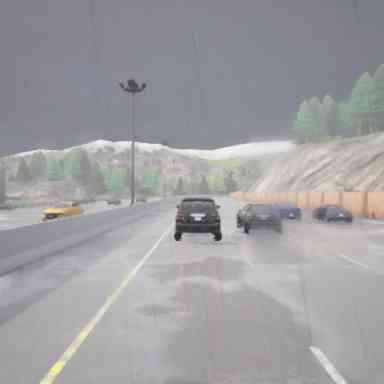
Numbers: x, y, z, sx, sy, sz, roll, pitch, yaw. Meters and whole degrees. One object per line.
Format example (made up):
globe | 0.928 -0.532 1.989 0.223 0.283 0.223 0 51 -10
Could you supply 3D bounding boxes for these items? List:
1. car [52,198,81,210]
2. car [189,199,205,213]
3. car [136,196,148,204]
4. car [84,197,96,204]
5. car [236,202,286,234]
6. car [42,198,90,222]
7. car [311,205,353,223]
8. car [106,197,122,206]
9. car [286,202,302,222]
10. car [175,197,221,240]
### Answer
car | -17.063 1.575 45.657 2.128 1.511 4.902 0 0 0
car | 0.617 1.650 40.151 1.812 1.442 4.674 0 0 0
car | -10.113 1.638 67.823 1.837 1.490 4.892 0 0 0
car | -20.605 1.660 65.986 2.033 1.411 5.357 0 0 0
car | 3.896 1.425 20.032 2.097 1.767 4.553 0 0 1
car | -10.170 1.526 26.685 1.882 1.535 5.008 0 0 1
car | 11.011 1.680 26.471 1.994 1.385 4.181 0 0 1
car | -13.592 1.635 58.124 1.837 1.490 4.892 0 0 0
car | 7.525 1.586 27.478 1.882 1.535 5.008 0 0 1
car | 0.319 1.277 17.498 2.150 2.045 5.566 0 0 1
